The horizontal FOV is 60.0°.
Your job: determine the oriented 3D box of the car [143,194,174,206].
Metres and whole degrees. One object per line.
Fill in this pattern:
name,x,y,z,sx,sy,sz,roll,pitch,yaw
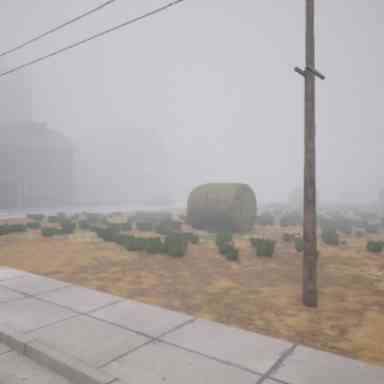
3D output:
car,-5.414,1.493,52.778,2.033,1.411,5.357,0,0,35

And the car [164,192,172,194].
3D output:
car,-4.431,1.086,61.451,1.905,1.878,3.866,6,1,-8
